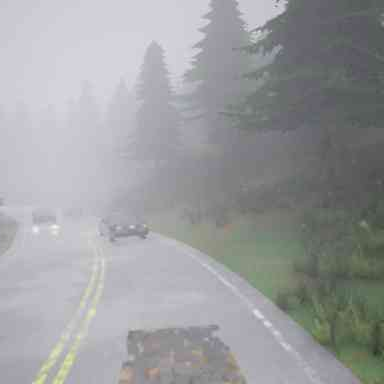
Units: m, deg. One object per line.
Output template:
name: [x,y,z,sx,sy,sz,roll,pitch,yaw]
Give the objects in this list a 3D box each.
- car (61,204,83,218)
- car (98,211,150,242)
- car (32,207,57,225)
car: [-14.079,2.184,38.858,2.128,1.511,4.902,-3,1,-29]
car: [-3.819,1.739,17.940,2.033,1.411,5.357,-3,0,-24]
car: [-13.837,2.172,31.181,1.882,1.535,5.008,-3,0,-26]
